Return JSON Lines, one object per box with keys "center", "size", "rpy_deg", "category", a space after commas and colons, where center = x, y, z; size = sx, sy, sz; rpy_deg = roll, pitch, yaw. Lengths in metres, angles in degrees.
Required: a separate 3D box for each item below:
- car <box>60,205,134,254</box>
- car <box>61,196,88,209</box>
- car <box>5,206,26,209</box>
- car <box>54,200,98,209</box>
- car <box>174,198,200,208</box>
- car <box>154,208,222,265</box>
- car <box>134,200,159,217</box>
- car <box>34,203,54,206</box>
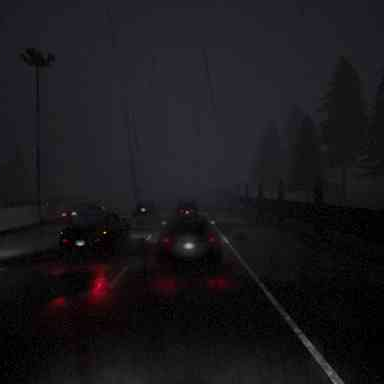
{"center": [-3.647, 1.449, 13.031], "size": [1.812, 1.442, 4.674], "rpy_deg": [0, 1, -1], "category": "car"}
{"center": [-14.845, 1.295, 42.368], "size": [1.812, 1.442, 4.674], "rpy_deg": [0, 0, -1], "category": "car"}
{"center": [-21.841, 1.351, 42.241], "size": [2.033, 1.411, 5.357], "rpy_deg": [0, 0, -1], "category": "car"}
{"center": [-7.343, 1.418, 23.075], "size": [2.033, 1.411, 5.357], "rpy_deg": [0, 0, -1], "category": "car"}
{"center": [-0.417, 1.304, 28.394], "size": [1.837, 1.490, 4.892], "rpy_deg": [0, 0, -1], "category": "car"}
{"center": [-0.112, 1.483, 11.390], "size": [1.994, 1.385, 4.181], "rpy_deg": [0, 0, -1], "category": "car"}
{"center": [-3.919, 1.380, 28.508], "size": [1.994, 1.385, 4.181], "rpy_deg": [0, 0, -1], "category": "car"}
{"center": [-18.347, 1.290, 42.500], "size": [1.837, 1.490, 4.892], "rpy_deg": [0, 0, -1], "category": "car"}
